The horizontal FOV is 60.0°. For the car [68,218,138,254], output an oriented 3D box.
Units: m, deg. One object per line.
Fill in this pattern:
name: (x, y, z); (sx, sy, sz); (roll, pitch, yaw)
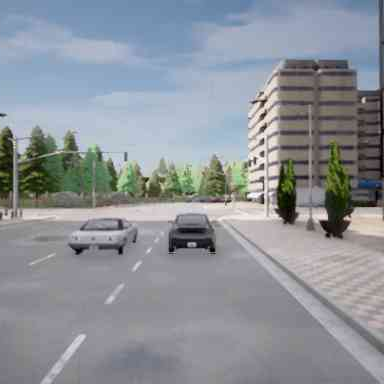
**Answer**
car: (-3.498, 1.731, 14.098); (1.895, 1.301, 4.718); (0, 0, 0)

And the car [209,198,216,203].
car: (6.579, 2.303, 90.308); (5.008, 1.535, 1.882); (1, -1, -45)

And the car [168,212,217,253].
car: (0.003, 1.639, 14.294); (1.837, 1.490, 4.892); (0, 0, 0)

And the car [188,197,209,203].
car: (1.859, 2.180, 90.218); (2.097, 1.767, 4.553); (0, -1, 38)

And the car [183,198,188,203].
car: (-0.478, 2.350, 92.871); (1.837, 1.490, 4.892); (0, -1, 38)

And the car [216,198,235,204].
car: (9.243, 2.399, 88.038); (4.718, 1.301, 1.895); (1, -1, -45)
